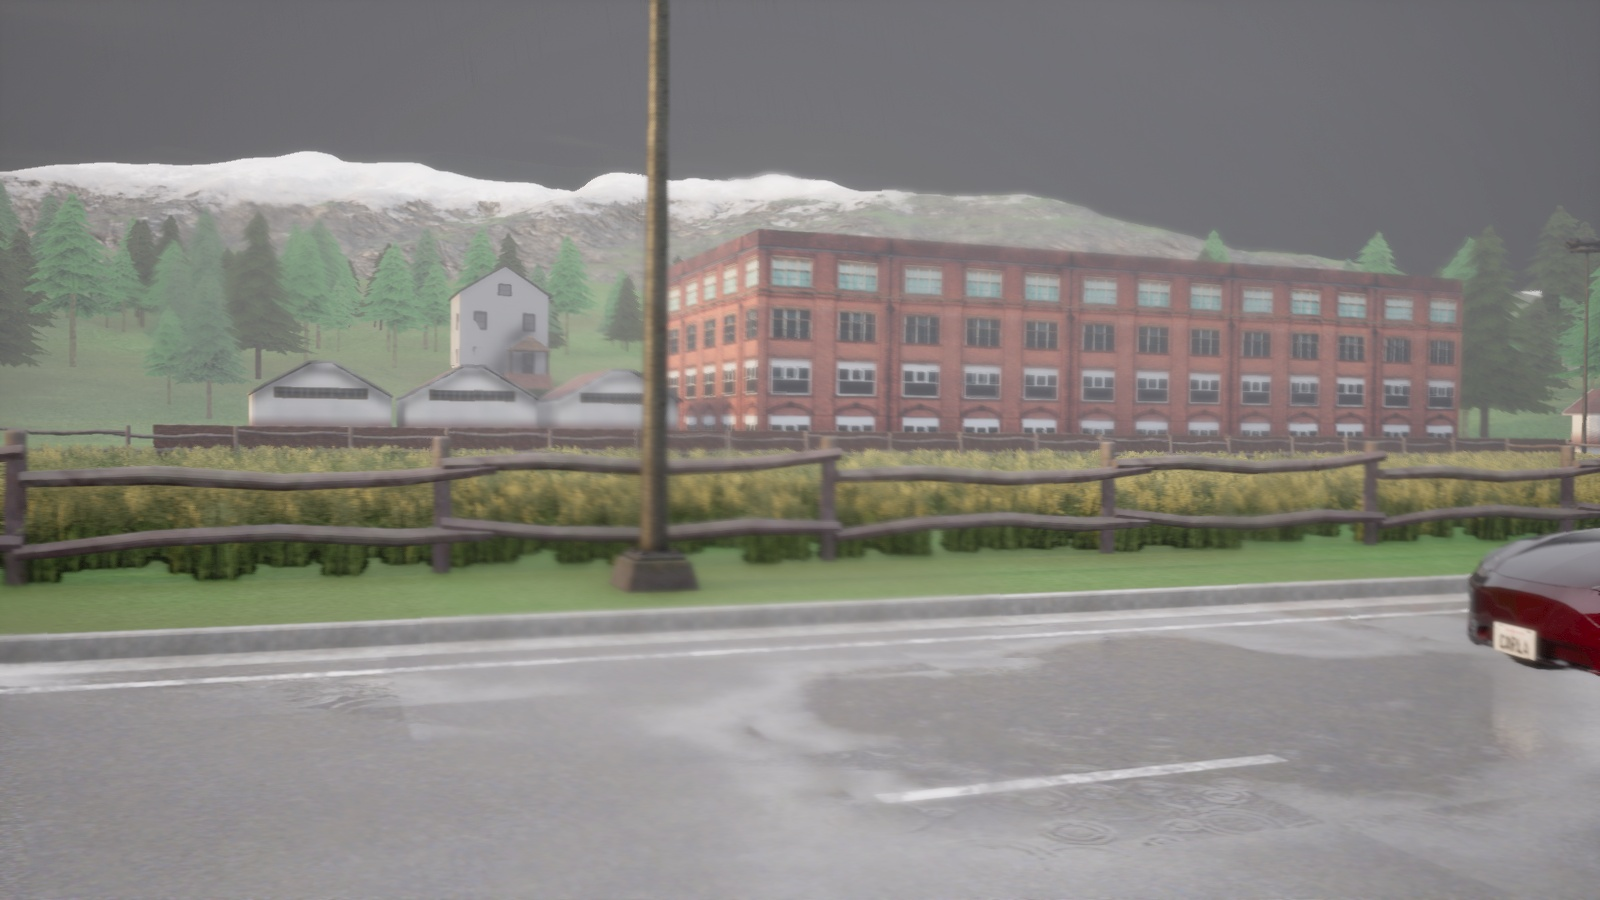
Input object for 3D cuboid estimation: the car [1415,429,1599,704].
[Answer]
[{"bbox_3d":[6.683,0.601,7.712,4.792,1.488,2.163,-1,1,-5],"label":"car"}]
